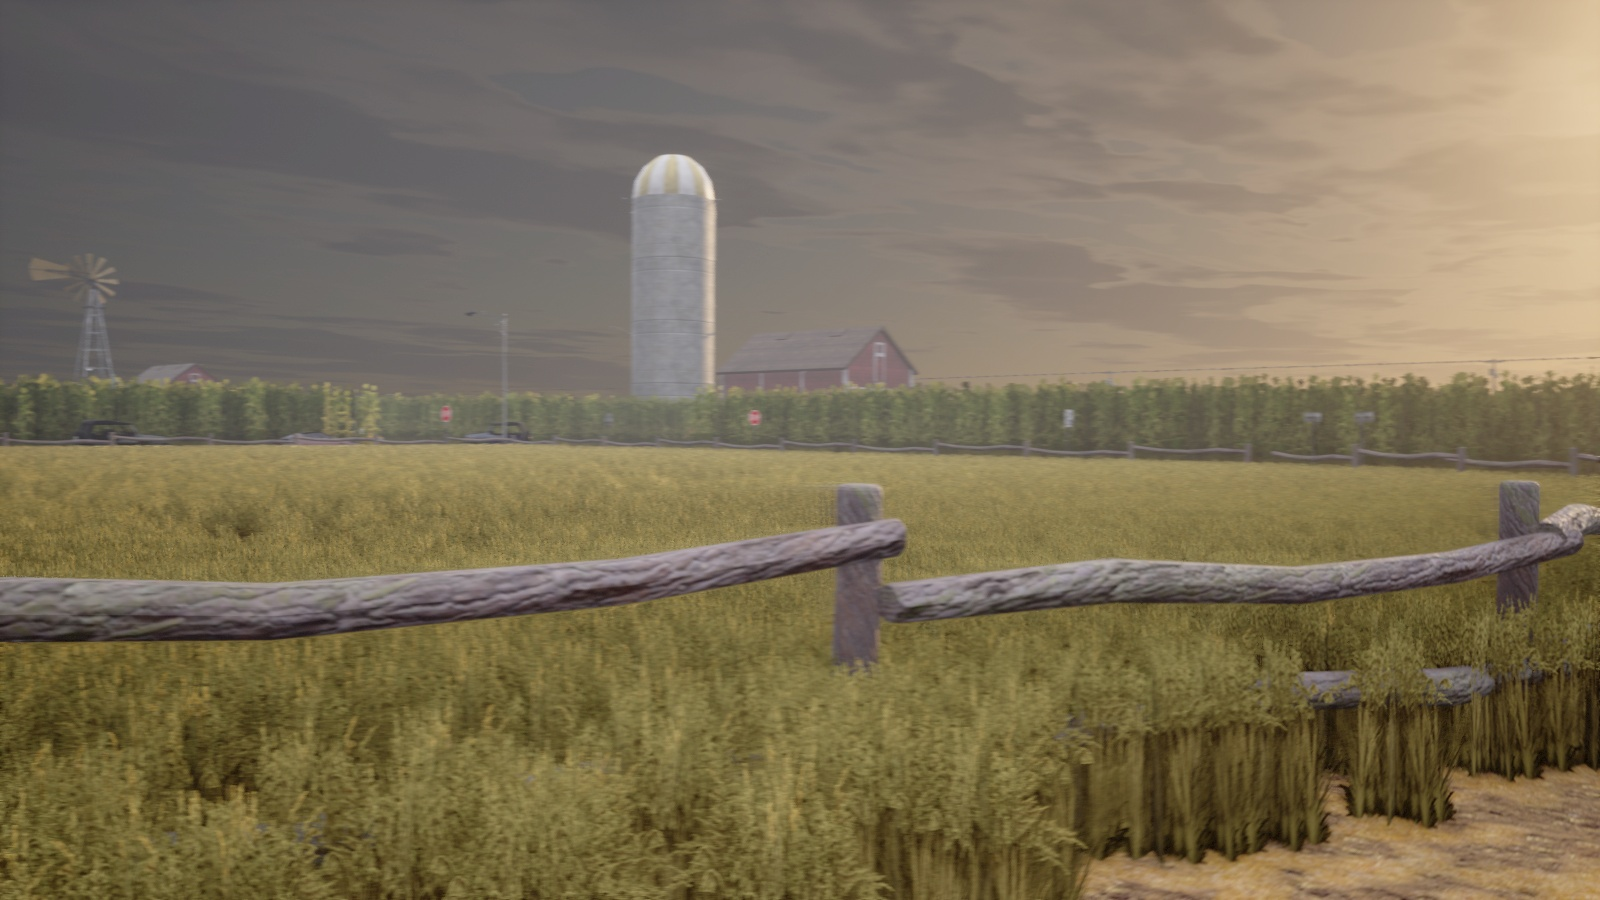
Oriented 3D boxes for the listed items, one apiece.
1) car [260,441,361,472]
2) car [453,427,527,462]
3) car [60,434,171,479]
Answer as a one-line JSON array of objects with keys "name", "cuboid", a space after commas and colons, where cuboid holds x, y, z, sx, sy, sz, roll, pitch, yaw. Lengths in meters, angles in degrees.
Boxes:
[{"name": "car", "cuboid": [-24.204, 0.303, 62.194, 1.994, 1.385, 4.181, 0, 1, 43]}, {"name": "car", "cuboid": [-17.567, -0.300, 71.378, 3.866, 1.878, 1.905, -1, 1, -8]}, {"name": "car", "cuboid": [-30.255, 0.254, 55.593, 1.905, 1.878, 3.866, 0, 1, 43]}]
